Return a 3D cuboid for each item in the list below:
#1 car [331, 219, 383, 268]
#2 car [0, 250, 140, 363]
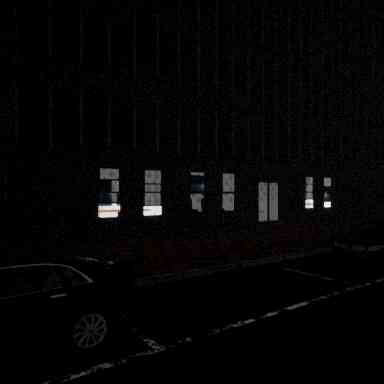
[{"bbox_3d":[6.408,1.582,11.097,4.206,1.307,1.802,0,0,-35],"label":"car"},{"bbox_3d":[-2.876,1.551,4.509,4.403,1.369,2.008,0,0,-35],"label":"car"}]
